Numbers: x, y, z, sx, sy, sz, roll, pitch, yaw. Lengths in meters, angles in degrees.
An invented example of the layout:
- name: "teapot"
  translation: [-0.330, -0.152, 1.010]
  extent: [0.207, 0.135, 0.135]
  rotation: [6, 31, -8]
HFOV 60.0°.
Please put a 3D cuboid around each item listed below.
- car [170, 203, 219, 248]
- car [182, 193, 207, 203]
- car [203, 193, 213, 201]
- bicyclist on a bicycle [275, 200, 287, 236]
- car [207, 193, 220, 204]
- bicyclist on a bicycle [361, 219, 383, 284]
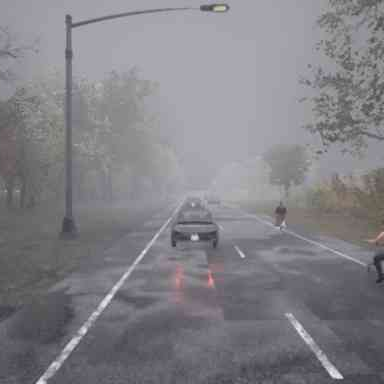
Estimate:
- name: "car"
  translation: [0.104, 1.431, 14.370]
  extent: [2.128, 1.511, 4.902]
  rotation: [0, 0, 0]
- name: "car"
  translation: [0.114, 1.215, 32.979]
  extent: [2.097, 1.767, 4.553]
  rotation: [0, 0, 0]
- name: "car"
  translation: [3.530, 1.057, 73.301]
  extent: [2.097, 1.767, 4.553]
  rotation: [0, 0, 0]
- name: "bicyclist on a bicycle"
  translation: [4.472, 1.301, 16.885]
  extent: [0.659, 1.776, 1.843]
  rotation: [0, 0, 0]
- name: "car"
  translation: [3.621, 1.336, 55.527]
  extent: [1.994, 1.385, 4.181]
  rotation: [0, 0, 0]
- name: "bicyclist on a bicycle"
  translation: [4.443, 1.405, 7.645]
  extent: [0.866, 1.612, 1.509]
  rotation: [0, 0, 0]
